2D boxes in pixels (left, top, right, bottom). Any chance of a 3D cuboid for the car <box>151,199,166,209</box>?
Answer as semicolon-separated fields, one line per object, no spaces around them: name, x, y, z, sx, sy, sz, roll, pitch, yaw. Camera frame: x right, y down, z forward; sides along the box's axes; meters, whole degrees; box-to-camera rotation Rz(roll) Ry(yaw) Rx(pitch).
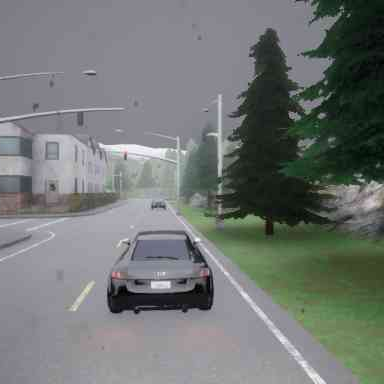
car;-4.437;1.601;43.919;1.895;1.301;4.718;0;0;-6

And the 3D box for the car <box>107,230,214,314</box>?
car;-0.693;1.564;7.711;1.994;1.385;4.181;0;0;-5
